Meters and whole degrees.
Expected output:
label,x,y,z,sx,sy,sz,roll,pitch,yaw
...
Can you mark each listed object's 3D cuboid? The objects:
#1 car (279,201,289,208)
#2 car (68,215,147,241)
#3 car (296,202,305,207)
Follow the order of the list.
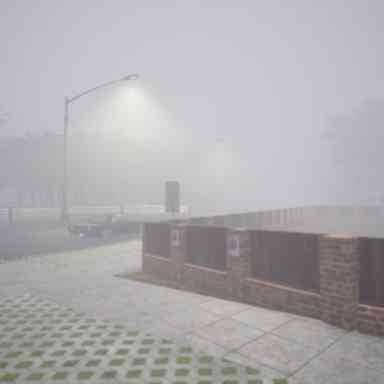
label,x,y,z,sx,sy,sz,roll,pitch,yaw
car,22.635,3.025,81.971,2.128,1.511,4.902,0,-1,24
car,-4.489,1.933,18.933,1.895,1.301,4.718,0,-1,32
car,26.139,3.004,80.237,2.033,1.411,5.357,0,-1,21
